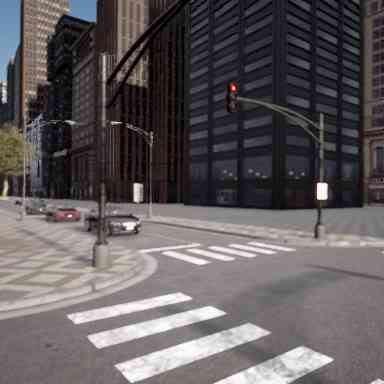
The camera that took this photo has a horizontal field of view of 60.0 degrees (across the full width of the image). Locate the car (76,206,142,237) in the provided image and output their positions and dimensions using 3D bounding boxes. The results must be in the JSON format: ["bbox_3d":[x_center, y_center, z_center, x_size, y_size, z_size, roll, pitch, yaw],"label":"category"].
[{"bbox_3d":[-4.584,1.572,18.874,2.128,1.511,4.902,1,0,-36],"label":"car"}]

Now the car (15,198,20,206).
[{"bbox_3d":[-29.864,1.708,58.704,1.895,1.301,4.718,1,0,-37],"label":"car"}]

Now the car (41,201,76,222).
[{"bbox_3d":[-10.410,1.640,26.819,1.994,1.385,4.181,1,0,-36],"label":"car"}]

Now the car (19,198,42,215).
[{"bbox_3d":[-16.510,1.576,35.137,1.837,1.490,4.892,1,0,-36],"label":"car"}]
